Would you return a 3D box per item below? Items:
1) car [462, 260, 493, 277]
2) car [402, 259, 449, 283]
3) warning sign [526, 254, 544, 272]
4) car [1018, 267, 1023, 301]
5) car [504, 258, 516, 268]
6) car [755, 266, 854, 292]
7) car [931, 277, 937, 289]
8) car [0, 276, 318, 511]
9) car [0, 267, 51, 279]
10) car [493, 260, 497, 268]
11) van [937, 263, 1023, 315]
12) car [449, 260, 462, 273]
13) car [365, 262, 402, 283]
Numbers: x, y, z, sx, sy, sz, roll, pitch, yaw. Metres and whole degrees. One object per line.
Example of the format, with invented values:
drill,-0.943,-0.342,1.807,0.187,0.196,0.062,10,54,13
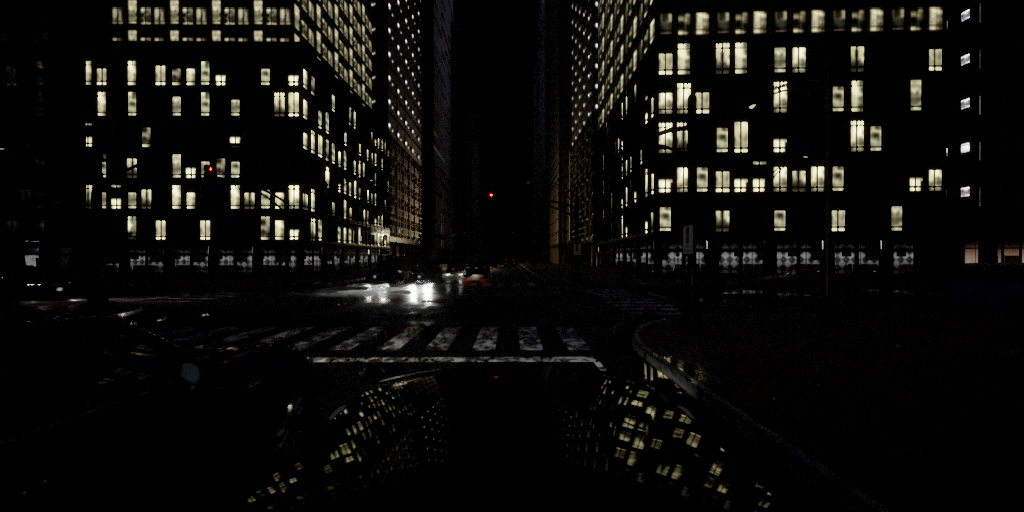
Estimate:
car,-3.357,1.136,35.781,2.097,1.767,4.553,0,0,0
car,-6.762,1.263,28.582,2.128,1.511,4.902,0,0,0
warning sign,2.611,0.910,40.854,1.300,1.860,1.060,0,0,0
car,25.320,1.257,15.173,5.008,1.535,1.882,0,0,2
car,-0.380,1.426,63.851,1.994,1.385,4.181,0,0,0
car,16.971,1.293,20.956,4.829,1.417,1.751,0,0,2
car,26.808,1.356,20.531,4.207,1.307,1.802,0,0,2
car,-3.152,1.103,2.062,2.097,1.767,4.553,0,0,0
car,-23.161,1.248,16.416,4.902,1.511,2.128,0,0,0
car,-3.627,1.388,63.919,1.812,1.442,4.674,0,0,0
van,18.292,1.119,12.792,3.998,1.789,1.690,0,0,2
car,-6.858,1.307,44.153,1.837,1.490,4.892,0,0,0
car,-10.013,1.263,28.584,2.128,1.511,4.902,0,0,0
